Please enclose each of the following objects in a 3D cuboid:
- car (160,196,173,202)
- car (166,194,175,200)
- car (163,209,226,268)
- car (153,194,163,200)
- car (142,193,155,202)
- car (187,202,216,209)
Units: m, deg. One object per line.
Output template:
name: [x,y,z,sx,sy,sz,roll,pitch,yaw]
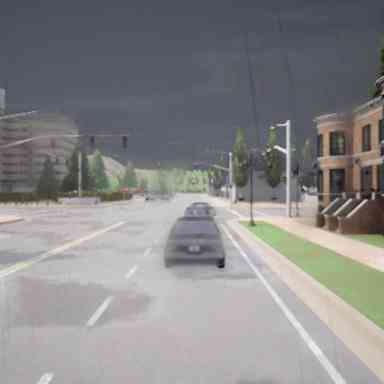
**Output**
car: [-6.106,1.495,76.088,1.895,1.301,4.718,0,0,1]
car: [-5.910,1.403,91.830,2.033,1.411,5.357,0,0,1]
car: [0.114,1.532,11.243,2.033,1.411,5.357,0,0,1]
car: [-9.410,1.389,91.874,2.128,1.511,4.902,0,0,1]
car: [-9.606,1.496,76.136,1.895,1.301,4.718,0,0,1]
car: [0.730,1.512,26.180,2.033,1.411,5.357,0,0,11]
